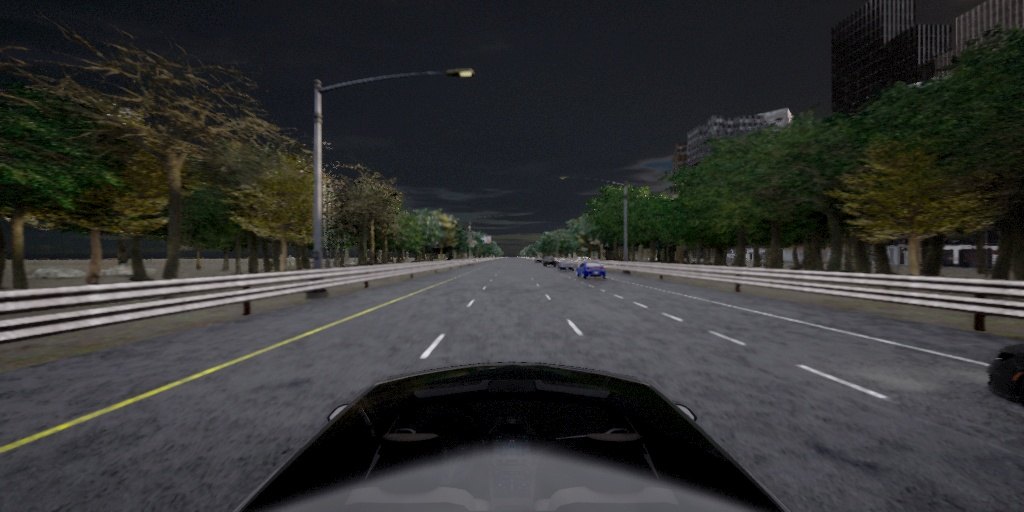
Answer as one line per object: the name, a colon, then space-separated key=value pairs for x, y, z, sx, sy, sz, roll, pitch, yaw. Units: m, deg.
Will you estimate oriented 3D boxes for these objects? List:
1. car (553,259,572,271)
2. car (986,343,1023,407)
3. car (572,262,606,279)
car: x=7.097 y=1.367 z=48.443 sx=1.895 sy=1.301 sz=4.718 roll=0 pitch=0 yaw=0
car: x=6.999 y=1.258 z=2.495 sx=1.837 sy=1.490 sz=4.892 roll=0 pitch=0 yaw=0
car: x=7.045 y=1.241 z=32.380 sx=1.882 sy=1.535 sz=5.008 roll=0 pitch=0 yaw=0
